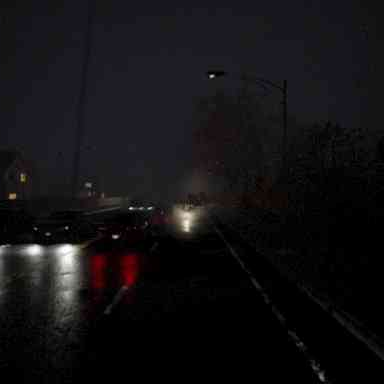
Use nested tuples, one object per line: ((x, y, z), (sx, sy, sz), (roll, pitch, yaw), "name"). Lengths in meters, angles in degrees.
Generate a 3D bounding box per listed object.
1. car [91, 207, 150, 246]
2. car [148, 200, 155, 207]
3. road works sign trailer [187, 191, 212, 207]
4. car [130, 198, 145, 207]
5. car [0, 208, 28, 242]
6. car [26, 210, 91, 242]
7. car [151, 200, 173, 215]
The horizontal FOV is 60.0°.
((-3.150, 1.668, 16.011), (1.812, 1.442, 4.674), (0, -1, 0), "car")
((-6.547, 2.036, 58.950), (2.033, 1.411, 5.357), (0, 0, 1), "car")
((0.805, 1.512, 54.531), (3.560, 2.380, 2.880), (6, -46, -50), "road works sign trailer")
((-9.793, 1.844, 59.532), (2.097, 1.767, 4.553), (0, 0, 0), "car")
((-9.851, 1.660, 17.487), (1.837, 1.490, 4.892), (0, -1, 0), "car")
((-6.600, 1.682, 17.571), (1.812, 1.442, 4.674), (0, -1, 0), "car")
((-3.152, 1.923, 37.644), (1.895, 1.301, 4.718), (0, 0, 0), "car")
